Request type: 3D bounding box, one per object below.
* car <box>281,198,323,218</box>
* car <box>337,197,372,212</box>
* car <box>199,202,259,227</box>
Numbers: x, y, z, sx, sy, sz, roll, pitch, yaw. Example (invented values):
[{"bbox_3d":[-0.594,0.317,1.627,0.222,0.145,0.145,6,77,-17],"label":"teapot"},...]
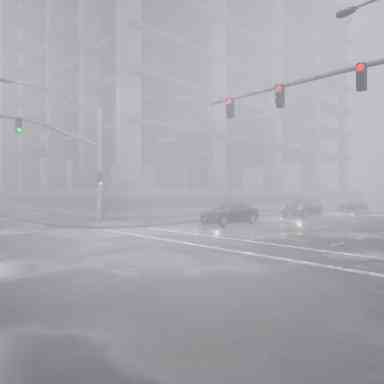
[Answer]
[{"bbox_3d":[10.019,1.352,30.175,4.553,1.767,2.097,0,0,-44],"label":"car"},{"bbox_3d":[18.578,1.601,38.359,4.718,1.301,1.895,0,0,-44],"label":"car"},{"bbox_3d":[2.628,1.478,23.104,5.008,1.535,1.882,0,0,-44],"label":"car"}]
